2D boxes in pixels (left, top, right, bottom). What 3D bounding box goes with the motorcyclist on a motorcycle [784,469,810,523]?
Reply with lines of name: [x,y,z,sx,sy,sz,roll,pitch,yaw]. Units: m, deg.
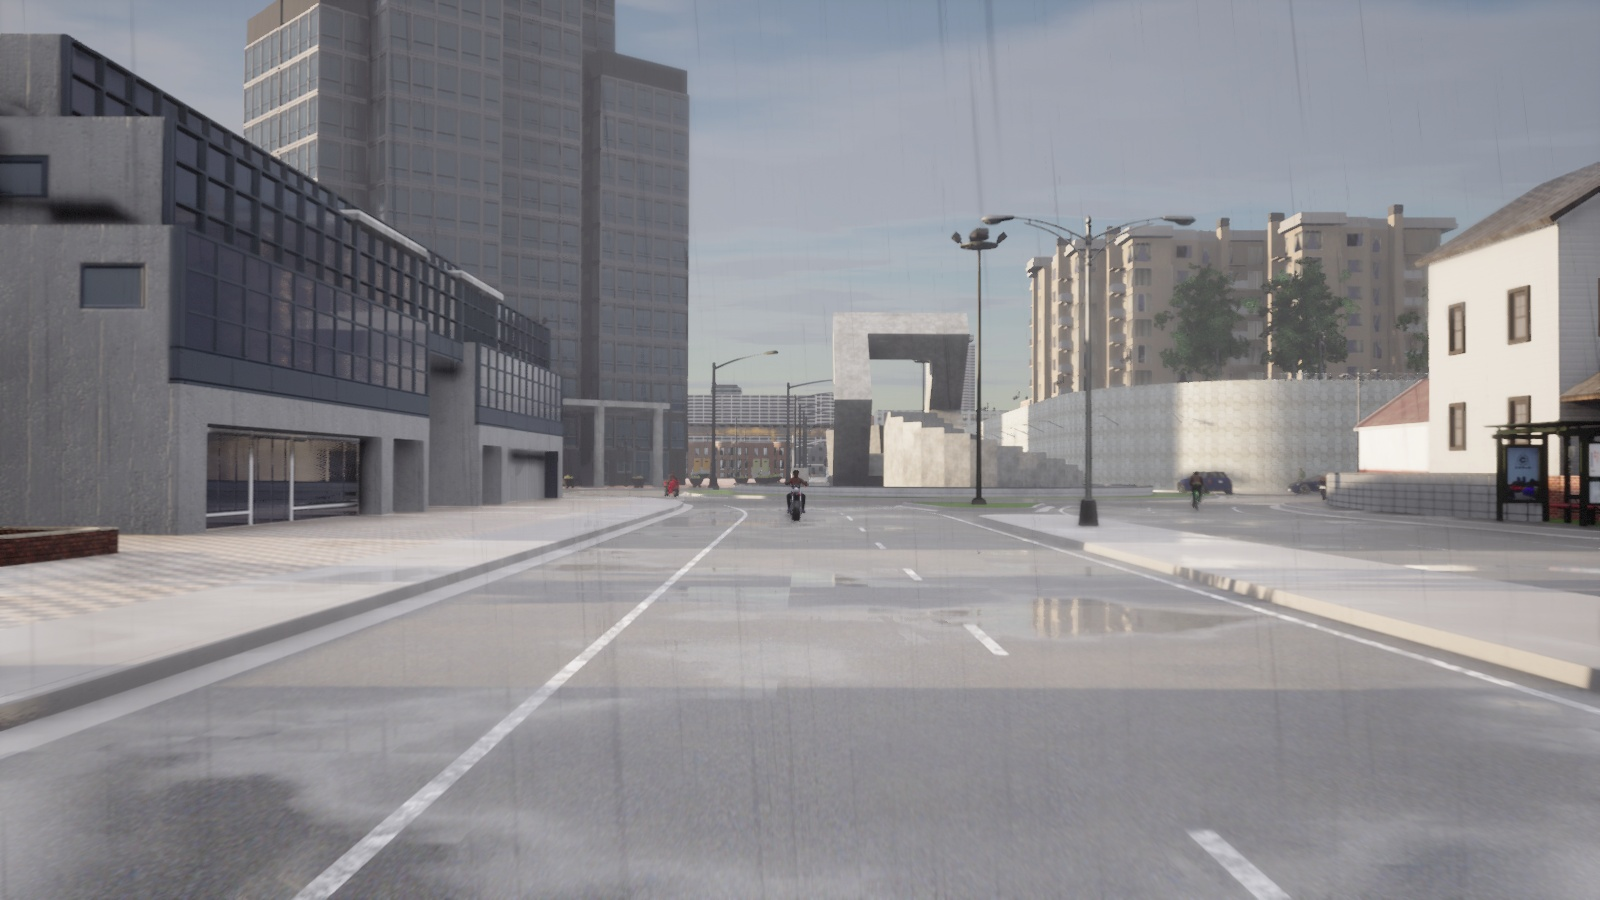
motorcyclist on a motorcycle: [-0.106,1.425,39.438,0.766,1.649,2.350,0,-1,-1]

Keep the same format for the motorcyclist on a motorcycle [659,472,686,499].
motorcyclist on a motorcycle: [-7.433,2.053,73.320,0.797,1.523,2.044,1,-2,-29]

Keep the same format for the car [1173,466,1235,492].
car: [28.566,2.047,88.956,2.097,1.767,4.553,0,-1,-13]
